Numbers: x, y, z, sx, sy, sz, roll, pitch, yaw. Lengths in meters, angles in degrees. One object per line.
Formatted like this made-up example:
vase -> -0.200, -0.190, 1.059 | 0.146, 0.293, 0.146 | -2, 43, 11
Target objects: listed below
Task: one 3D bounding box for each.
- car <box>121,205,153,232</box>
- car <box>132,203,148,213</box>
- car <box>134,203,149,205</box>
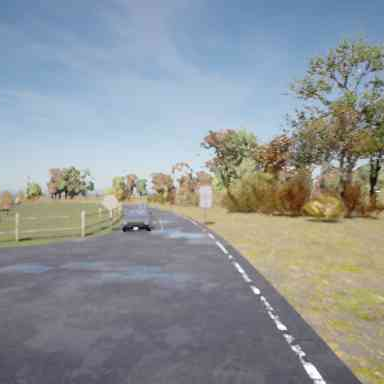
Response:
car -> -3.634, 1.847, 22.724 | 2.033, 1.411, 5.357 | 0, -1, -5
car -> -7.435, 2.217, 47.171 | 1.895, 1.301, 4.718 | 0, -1, -13
car -> -5.265, 1.958, 35.762 | 2.128, 1.511, 4.902 | 0, -1, -9
